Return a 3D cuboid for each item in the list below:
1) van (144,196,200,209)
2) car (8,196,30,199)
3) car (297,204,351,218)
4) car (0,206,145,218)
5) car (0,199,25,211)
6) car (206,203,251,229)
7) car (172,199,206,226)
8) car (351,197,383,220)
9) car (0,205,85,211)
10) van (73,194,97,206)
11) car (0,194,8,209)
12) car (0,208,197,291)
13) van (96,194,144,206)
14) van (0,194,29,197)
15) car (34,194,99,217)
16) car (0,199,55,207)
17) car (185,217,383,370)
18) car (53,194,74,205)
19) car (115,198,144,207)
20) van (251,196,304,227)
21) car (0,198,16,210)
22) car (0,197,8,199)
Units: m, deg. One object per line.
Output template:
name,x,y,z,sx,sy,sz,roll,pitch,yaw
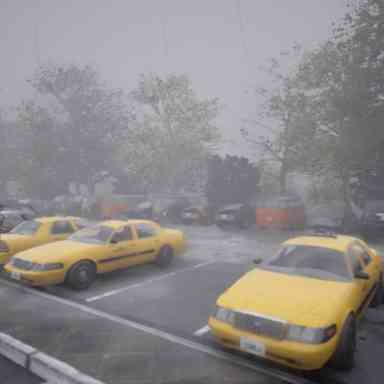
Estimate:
van,-1.168,1.253,24.919,1.878,1.987,4.442,0,0,36
car,-16.834,1.536,36.374,2.097,1.535,5.008,0,0,36
car,7.838,1.533,18.505,2.163,1.488,4.792,0,0,36
car,-4.229,1.483,11.353,1.946,1.575,5.366,0,0,36
car,-23.566,1.602,41.246,2.002,1.452,4.674,0,0,36
car,3.281,1.510,21.871,2.163,1.488,4.792,0,0,36
car,1.142,1.506,23.418,2.163,1.488,4.792,0,0,36
car,10.117,1.268,16.927,2.435,2.045,5.566,0,0,36
car,-6.584,1.483,12.820,2.231,1.521,4.892,0,0,36
van,-7.920,1.276,29.791,1.878,1.987,4.442,0,0,36
car,-28.173,1.328,44.545,2.435,2.045,5.566,0,0,36
car,-2.297,1.492,9.499,1.946,1.575,5.366,0,0,36
van,-5.539,1.267,28.357,1.878,1.987,4.442,0,0,36
van,-21.354,1.328,39.793,1.878,1.987,4.442,0,0,36
car,-12.358,1.268,33.109,2.435,2.045,5.566,0,0,36
car,-8.814,1.359,14.479,2.185,1.767,4.553,0,0,36
car,2.301,1.521,6.174,1.946,1.575,5.366,0,0,36
car,-10.113,1.259,31.486,2.435,2.045,5.566,0,0,36
car,-3.359,1.485,26.643,2.097,1.535,5.008,0,0,36
van,5.579,1.264,20.318,1.878,1.987,4.442,0,0,36
car,-25.813,1.570,42.867,2.097,1.535,5.008,0,0,36
car,-19.175,1.585,38.077,2.002,1.452,4.674,0,0,36
